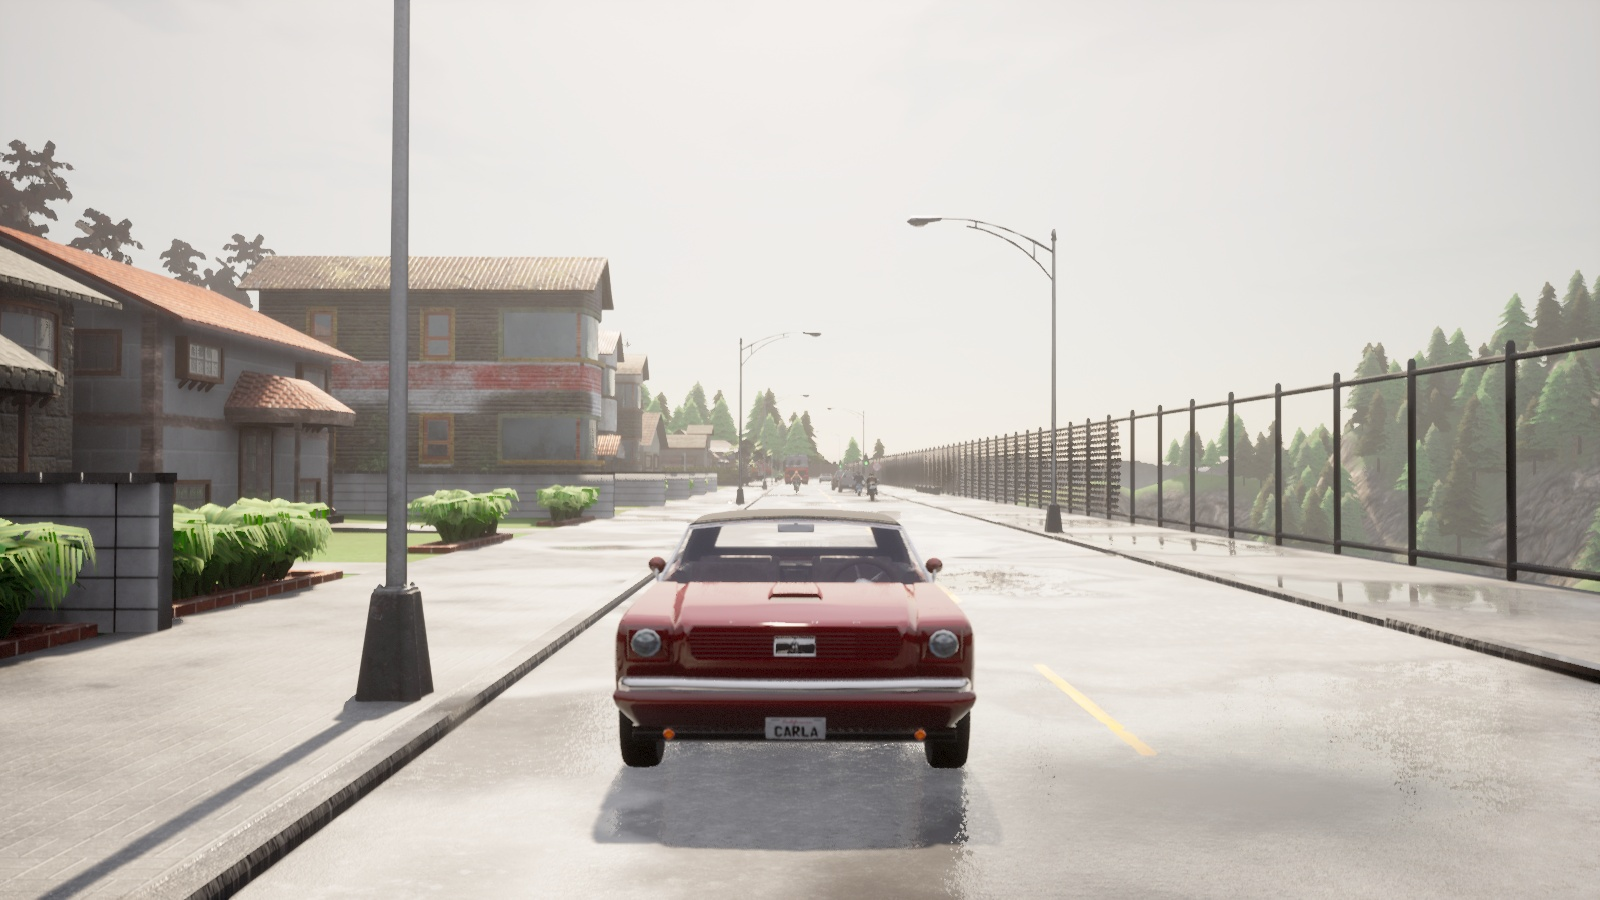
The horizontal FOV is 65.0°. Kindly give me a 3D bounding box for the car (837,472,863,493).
[{"bbox_3d":[3.761,2.438,95.131,1.845,1.501,3.633,0,-1,0],"label":"car"}]

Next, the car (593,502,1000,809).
[{"bbox_3d":[-0.020,1.056,8.223,1.895,1.301,4.718,0,-1,0],"label":"car"}]
